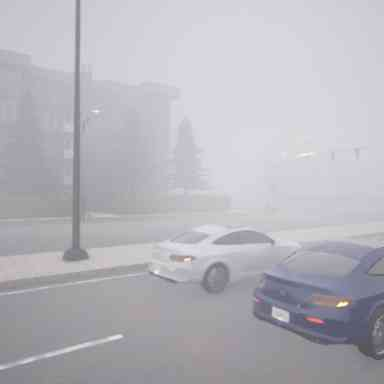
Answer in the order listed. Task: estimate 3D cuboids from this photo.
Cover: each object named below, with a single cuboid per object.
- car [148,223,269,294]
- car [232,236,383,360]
[{"bbox_3d":[1.102,1.571,8.852,4.674,1.442,1.812,0,0,-35],"label":"car"},{"bbox_3d":[3.122,1.571,5.994,4.674,1.442,1.812,1,0,-35],"label":"car"}]
